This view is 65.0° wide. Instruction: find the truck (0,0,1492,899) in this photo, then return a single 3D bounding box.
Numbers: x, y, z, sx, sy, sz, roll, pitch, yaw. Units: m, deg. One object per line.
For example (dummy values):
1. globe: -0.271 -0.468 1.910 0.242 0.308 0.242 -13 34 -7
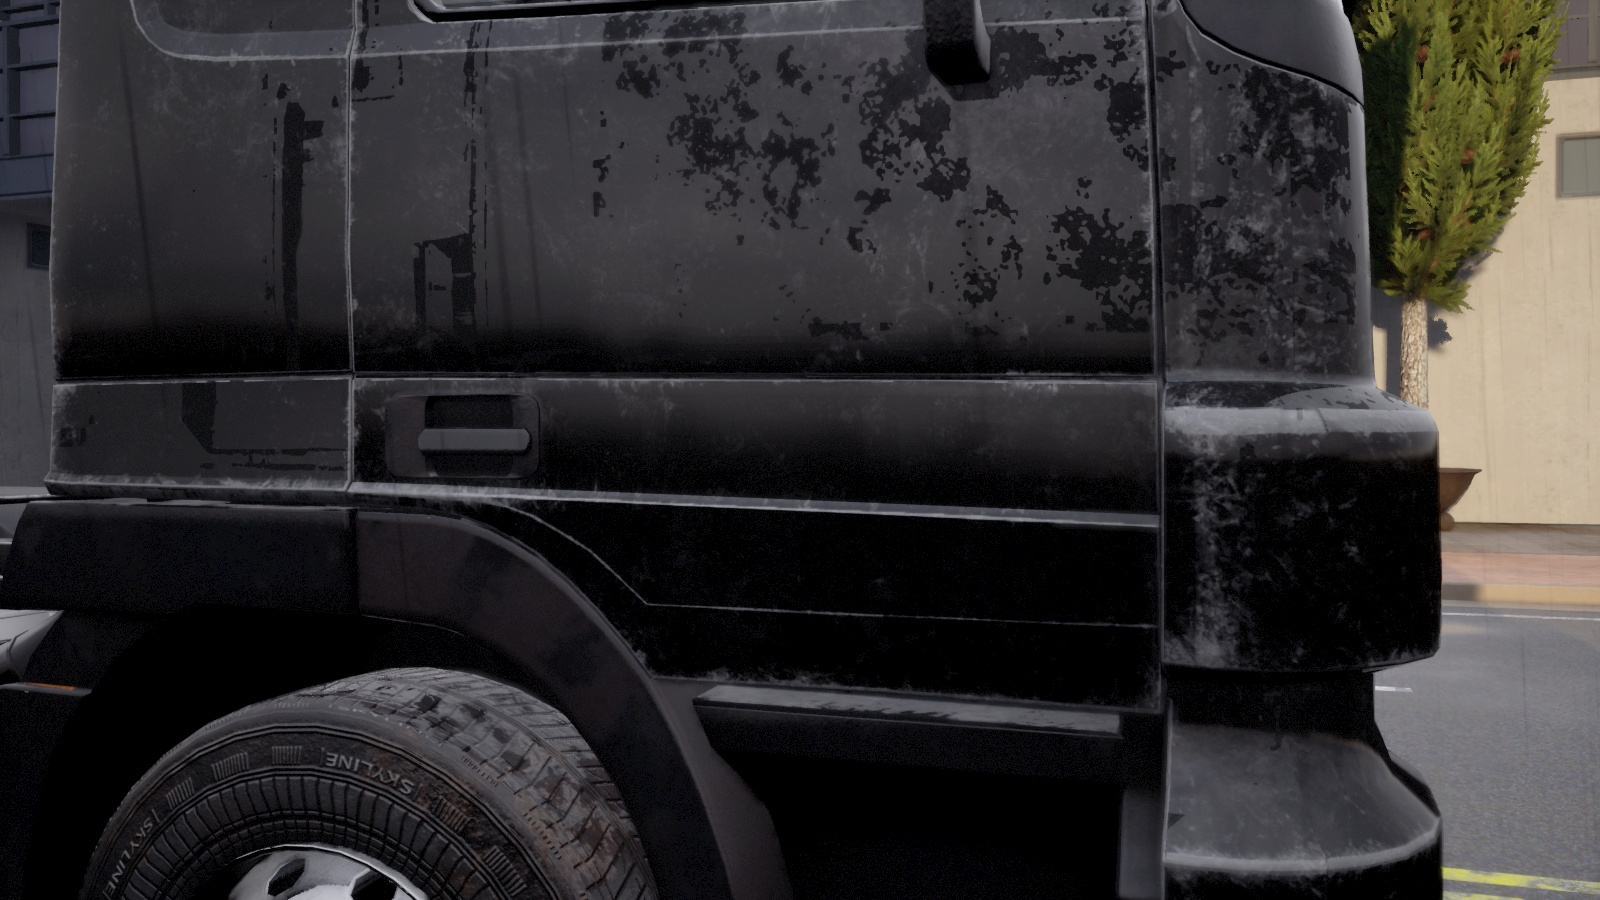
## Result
1. truck: -2.510 -0.230 4.057 7.936 3.462 2.891 1 1 19
